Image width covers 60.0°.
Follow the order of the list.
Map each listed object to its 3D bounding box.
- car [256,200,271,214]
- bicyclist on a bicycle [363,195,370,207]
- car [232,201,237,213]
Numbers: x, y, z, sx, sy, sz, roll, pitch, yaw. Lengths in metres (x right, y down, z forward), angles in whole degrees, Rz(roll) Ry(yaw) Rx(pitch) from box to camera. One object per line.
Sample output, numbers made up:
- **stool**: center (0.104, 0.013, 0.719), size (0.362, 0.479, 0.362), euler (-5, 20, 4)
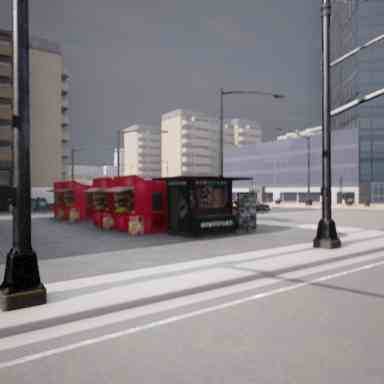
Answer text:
- **car**: center (6.320, 1.510, 36.473), size (1.882, 1.535, 5.008), euler (-1, 0, -36)
- **bicyclist on a bicycle**: center (22.307, 1.153, 42.483), size (1.656, 1.620, 0.582), euler (-1, 0, -36)
- **car**: center (3.492, 1.536, 34.402), size (1.882, 1.535, 5.008), euler (-1, 0, -36)
